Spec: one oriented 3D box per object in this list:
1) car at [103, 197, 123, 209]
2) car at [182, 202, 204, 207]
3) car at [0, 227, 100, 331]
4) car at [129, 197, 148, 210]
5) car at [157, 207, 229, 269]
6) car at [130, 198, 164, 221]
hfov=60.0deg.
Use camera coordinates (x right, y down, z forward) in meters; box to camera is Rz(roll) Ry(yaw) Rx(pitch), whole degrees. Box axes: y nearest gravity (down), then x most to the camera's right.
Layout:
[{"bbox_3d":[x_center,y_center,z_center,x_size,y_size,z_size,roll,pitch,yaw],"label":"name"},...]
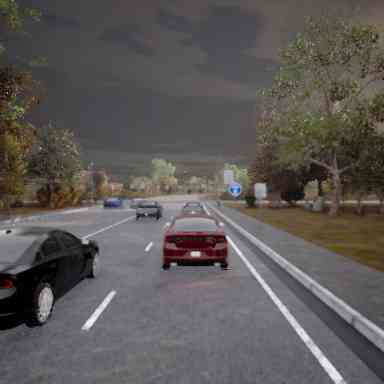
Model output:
[{"bbox_3d":[-10.597,1.449,44.937,1.882,1.535,5.008,0,0,0],"label":"car"},{"bbox_3d":[0.092,1.546,27.915,1.994,1.385,4.181,0,0,0],"label":"car"},{"bbox_3d":[-3.403,1.473,7.016,1.882,1.535,5.008,0,0,0],"label":"car"},{"bbox_3d":[-7.096,1.498,44.471,1.812,1.442,4.674,0,0,0],"label":"car"},{"bbox_3d":[0.096,1.471,11.162,1.882,1.535,5.008,0,0,0],"label":"car"},{"bbox_3d":[-3.408,1.474,27.344,2.128,1.511,4.902,0,0,0],"label":"car"}]
